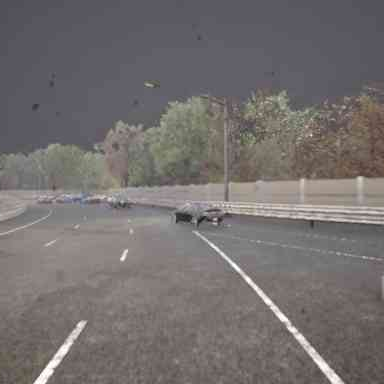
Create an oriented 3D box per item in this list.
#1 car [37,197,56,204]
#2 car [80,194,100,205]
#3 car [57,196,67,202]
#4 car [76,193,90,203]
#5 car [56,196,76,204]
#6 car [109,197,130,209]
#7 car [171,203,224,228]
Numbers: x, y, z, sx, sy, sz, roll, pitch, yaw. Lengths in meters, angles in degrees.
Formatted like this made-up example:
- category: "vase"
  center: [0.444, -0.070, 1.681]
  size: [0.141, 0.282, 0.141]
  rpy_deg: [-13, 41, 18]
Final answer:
- category: "car"
  center: [-27.933, 1.620, 62.983]
  size: [1.994, 1.385, 4.181]
  rpy_deg: [0, 0, -38]
- category: "car"
  center: [-18.786, 1.618, 62.149]
  size: [1.882, 1.535, 5.008]
  rpy_deg: [0, 0, -34]
- category: "car"
  center: [-34.738, 1.767, 89.060]
  size: [2.128, 1.511, 4.902]
  rpy_deg: [0, 0, -16]
- category: "car"
  center: [-21.982, 1.250, 66.804]
  size: [2.150, 2.045, 5.566]
  rpy_deg: [0, 0, -38]
- category: "car"
  center: [-25.127, 1.572, 65.074]
  size: [2.033, 1.411, 5.357]
  rpy_deg: [0, 0, -38]
- category: "car"
  center: [-10.053, 1.419, 45.795]
  size: [2.097, 1.767, 4.553]
  rpy_deg: [-1, 0, -24]
- category: "car"
  center: [0.253, 1.488, 22.629]
  size: [2.128, 1.511, 4.902]
  rpy_deg: [-1, 0, -30]
